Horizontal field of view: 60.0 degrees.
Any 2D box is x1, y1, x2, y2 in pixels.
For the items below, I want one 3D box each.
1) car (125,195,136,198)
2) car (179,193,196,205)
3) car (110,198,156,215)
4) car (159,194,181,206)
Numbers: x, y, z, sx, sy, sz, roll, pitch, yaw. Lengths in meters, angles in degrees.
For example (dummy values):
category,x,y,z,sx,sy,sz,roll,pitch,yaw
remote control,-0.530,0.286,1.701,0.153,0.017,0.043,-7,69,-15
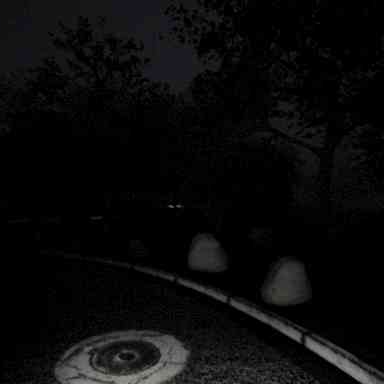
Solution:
category,x,y,z,sx,sy,sz,roll,pitch,yaw
car,-13.248,1.117,66.654,4.902,1.511,2.128,2,0,42
car,-1.712,1.142,56.277,2.150,2.045,5.566,1,-1,-38
car,-6.637,1.708,35.909,2.128,1.511,4.902,-2,-1,40
car,-4.391,1.462,54.141,1.994,1.385,4.181,1,1,-43
